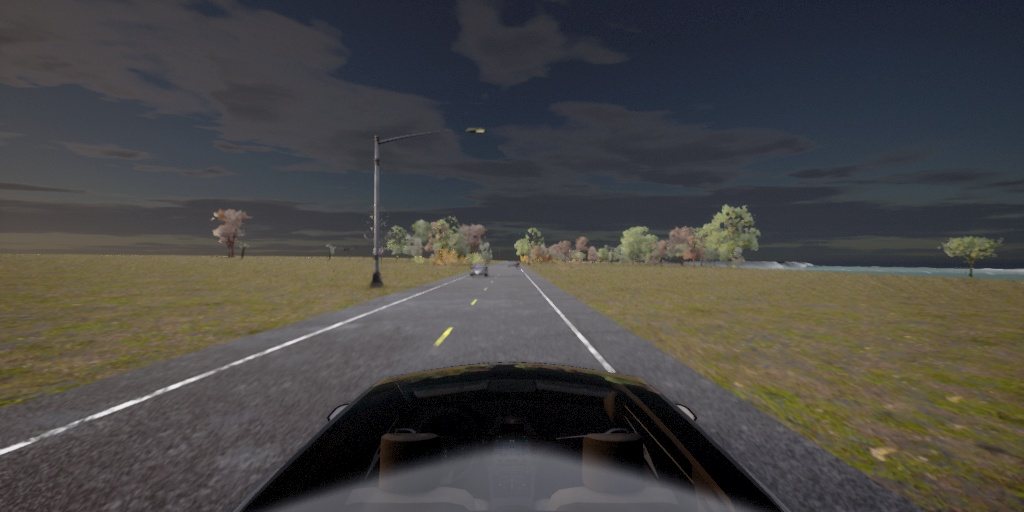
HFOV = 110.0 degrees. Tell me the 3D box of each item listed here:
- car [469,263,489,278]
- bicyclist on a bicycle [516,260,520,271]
[{"bbox_3d":[-3.576,1.564,39.729,2.128,1.511,4.902,0,0,0],"label":"car"},{"bbox_3d":[0.984,1.582,56.398,0.659,1.776,1.843,0,-1,0],"label":"bicyclist on a bicycle"}]
